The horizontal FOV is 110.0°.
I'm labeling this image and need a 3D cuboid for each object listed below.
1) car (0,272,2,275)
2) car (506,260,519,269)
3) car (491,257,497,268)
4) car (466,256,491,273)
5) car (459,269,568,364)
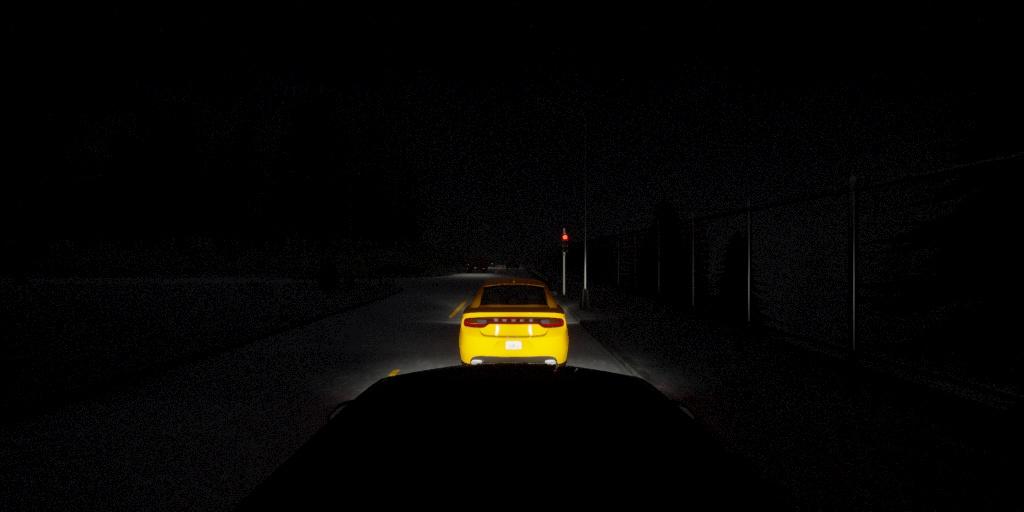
[{"bbox_3d":[-48.083,1.297,31.190,5.357,1.411,2.033,0,0,1],"label":"car"},{"bbox_3d":[0.091,1.275,55.475,1.812,1.442,4.674,0,0,0],"label":"car"},{"bbox_3d":[-4.063,1.256,63.046,1.837,1.490,4.892,0,0,0],"label":"car"},{"bbox_3d":[-4.097,0.971,42.719,2.150,2.045,5.566,0,0,0],"label":"car"},{"bbox_3d":[0.047,1.228,8.009,1.882,1.535,5.008,0,0,0],"label":"car"}]
